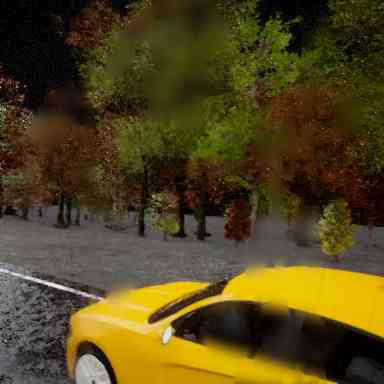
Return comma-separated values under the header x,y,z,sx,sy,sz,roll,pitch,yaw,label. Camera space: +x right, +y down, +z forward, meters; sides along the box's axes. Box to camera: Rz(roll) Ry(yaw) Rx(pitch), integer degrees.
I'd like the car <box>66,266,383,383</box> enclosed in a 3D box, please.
x,y,z,sx,sy,sz,roll,pitch,yaw,label
0.866,1.475,3.077,5.008,1.535,1.882,0,0,36,car
